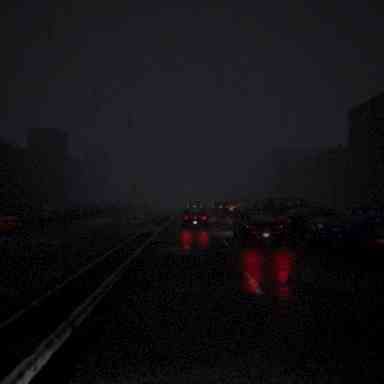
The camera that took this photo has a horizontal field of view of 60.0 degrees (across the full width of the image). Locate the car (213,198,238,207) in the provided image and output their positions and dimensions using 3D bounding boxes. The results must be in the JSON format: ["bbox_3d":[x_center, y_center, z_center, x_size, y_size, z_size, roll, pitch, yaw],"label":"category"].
[{"bbox_3d":[7.979,2.434,79.316,5.566,2.045,2.435,0,-1,0],"label":"car"}]

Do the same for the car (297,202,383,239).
[{"bbox_3d":[7.755,1.489,15.901,4.553,1.767,2.185,0,-1,0],"label":"car"}]

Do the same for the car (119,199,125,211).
[{"bbox_3d":[-12.477,2.067,46.951,4.892,1.521,2.231,0,-1,0],"label":"car"}]

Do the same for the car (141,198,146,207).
[{"bbox_3d":[-12.297,2.442,66.524,4.792,1.488,2.163,0,-1,0],"label":"car"}]

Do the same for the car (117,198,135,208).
[{"bbox_3d":[-12.440,2.084,55.379,4.553,1.767,2.185,0,-1,0],"label":"car"}]

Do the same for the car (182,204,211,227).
[{"bbox_3d":[0.235,1.856,25.319,1.895,1.301,4.718,0,-1,0],"label":"car"}]

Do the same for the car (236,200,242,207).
[{"bbox_3d":[7.841,1.959,37.991,4.674,1.452,2.002,0,-1,0],"label":"car"}]

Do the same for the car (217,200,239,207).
[{"bbox_3d":[7.986,2.616,73.926,4.674,1.452,2.002,0,-1,0],"label":"car"}]

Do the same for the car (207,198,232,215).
[{"bbox_3d":[3.319,1.836,40.889,2.097,1.767,4.553,0,-1,0],"label":"car"}]

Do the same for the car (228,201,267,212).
[{"bbox_3d":[8.088,2.094,48.987,5.366,1.575,1.946,0,-1,0],"label":"car"}]

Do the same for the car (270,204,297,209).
[{"bbox_3d":[7.751,1.725,21.414,4.674,1.452,2.002,0,-1,0],"label":"car"}]

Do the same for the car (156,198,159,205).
[{"bbox_3d":[-12.183,2.532,85.973,5.566,2.045,2.435,0,-1,0],"label":"car"}]

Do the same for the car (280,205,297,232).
[{"bbox_3d":[7.768,1.679,18.657,4.792,1.488,2.163,0,-1,0],"label":"car"}]

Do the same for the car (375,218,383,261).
[{"bbox_3d":[7.493,1.518,7.632,5.366,1.575,1.946,0,-1,0],"label":"car"}]

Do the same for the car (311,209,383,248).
[{"bbox_3d":[7.703,1.580,13.143,5.008,1.535,2.097,0,-1,0],"label":"car"}]

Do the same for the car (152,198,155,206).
[{"bbox_3d":[-12.240,2.678,80.411,5.008,1.535,2.097,0,-1,0],"label":"car"}]

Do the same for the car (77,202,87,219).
[{"bbox_3d":[-12.586,1.808,30.279,4.892,1.521,2.231,0,-1,0],"label":"car"}]

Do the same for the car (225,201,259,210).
[{"bbox_3d":[8.107,2.191,54.501,5.366,1.575,1.946,0,-1,0],"label":"car"}]

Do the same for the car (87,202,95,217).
[{"bbox_3d":[-12.601,1.876,33.056,4.792,1.488,2.163,0,-1,0],"label":"car"}]

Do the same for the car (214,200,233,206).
[{"bbox_3d":[7.997,2.826,84.826,4.792,1.488,2.163,0,-1,0],"label":"car"}]

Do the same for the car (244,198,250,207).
[{"bbox_3d":[7.782,1.710,32.444,4.553,1.767,2.185,0,-1,0],"label":"car"}]

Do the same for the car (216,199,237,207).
[{"bbox_3d":[7.967,2.504,76.557,4.553,1.767,2.185,0,-1,0],"label":"car"}]

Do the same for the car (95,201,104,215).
[{"bbox_3d":[-12.545,1.891,35.961,5.008,1.535,2.097,0,-1,0],"label":"car"}]

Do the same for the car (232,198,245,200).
[{"bbox_3d":[7.703,2.048,46.226,5.366,1.575,1.946,0,-1,0],"label":"car"}]

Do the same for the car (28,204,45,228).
[{"bbox_3d":[-12.625,1.564,21.952,4.553,1.767,2.185,0,-1,0],"label":"car"}]

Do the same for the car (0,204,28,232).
[{"bbox_3d":[-12.858,1.650,19.290,5.366,1.575,1.946,0,-1,0],"label":"car"}]

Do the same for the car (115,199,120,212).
[{"bbox_3d":[-12.519,2.050,44.172,4.792,1.488,2.163,0,-1,0],"label":"car"}]

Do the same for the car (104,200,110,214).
[{"bbox_3d":[-12.536,1.935,38.740,4.892,1.521,2.231,0,-1,0],"label":"car"}]

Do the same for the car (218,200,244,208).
[{"bbox_3d":[7.964,2.459,68.283,5.008,1.535,2.097,0,-1,0],"label":"car"}]

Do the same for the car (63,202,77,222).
[{"bbox_3d":[-12.618,1.766,27.499,5.008,1.535,2.097,0,-1,0],"label":"car"}]

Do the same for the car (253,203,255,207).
[{"bbox_3d":[7.754,1.787,26.929,4.792,1.488,2.163,0,-1,0],"label":"car"}]

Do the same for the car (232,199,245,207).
[{"bbox_3d":[7.844,2.035,43.468,4.792,1.488,2.163,0,-1,0],"label":"car"}]

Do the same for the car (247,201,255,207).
[{"bbox_3d":[7.793,1.796,29.685,5.008,1.535,2.097,0,-1,0],"label":"car"}]

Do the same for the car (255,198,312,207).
[{"bbox_3d":[7.797,1.470,24.174,5.566,2.045,2.435,0,-1,0],"label":"car"}]

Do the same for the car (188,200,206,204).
[{"bbox_3d":[0.326,1.860,42.468,2.097,1.767,4.553,0,-1,0],"label":"car"}]

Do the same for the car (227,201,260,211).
[{"bbox_3d":[7.941,2.175,51.743,4.792,1.488,2.163,0,-1,0],"label":"car"}]

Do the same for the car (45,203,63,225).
[{"bbox_3d":[-12.603,1.757,24.721,4.792,1.488,2.163,0,-1,0],"label":"car"}]

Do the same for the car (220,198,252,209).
[{"bbox_3d":[7.912,2.045,60.018,5.566,2.045,2.435,0,-1,0],"label":"car"}]

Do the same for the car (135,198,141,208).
[{"bbox_3d":[-12.415,2.008,58.193,5.566,2.045,2.435,0,-1,0],"label":"car"}]

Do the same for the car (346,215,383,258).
[{"bbox_3d":[7.691,1.589,10.388,4.674,1.452,2.002,0,-1,0],"label":"car"}]

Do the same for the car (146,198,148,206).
[{"bbox_3d":[-12.491,2.463,69.305,5.366,1.575,1.946,0,-1,0],"label":"car"}]

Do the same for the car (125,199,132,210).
[{"bbox_3d":[-12.426,2.199,52.506,4.674,1.452,2.002,0,-1,0],"label":"car"}]

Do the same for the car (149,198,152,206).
[{"bbox_3d":[-12.271,2.570,74.736,5.008,1.535,2.097,0,-1,0],"label":"car"}]

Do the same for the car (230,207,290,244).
[{"bbox_3d":[3.188,1.667,16.514,1.812,1.442,4.674,0,-1,0],"label":"car"}]

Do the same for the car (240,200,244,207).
[{"bbox_3d":[7.858,1.905,35.197,4.792,1.488,2.163,0,-1,0],"label":"car"}]

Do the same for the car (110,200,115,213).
[{"bbox_3d":[-12.508,2.016,41.393,4.674,1.452,2.002,0,-1,0],"label":"car"}]
